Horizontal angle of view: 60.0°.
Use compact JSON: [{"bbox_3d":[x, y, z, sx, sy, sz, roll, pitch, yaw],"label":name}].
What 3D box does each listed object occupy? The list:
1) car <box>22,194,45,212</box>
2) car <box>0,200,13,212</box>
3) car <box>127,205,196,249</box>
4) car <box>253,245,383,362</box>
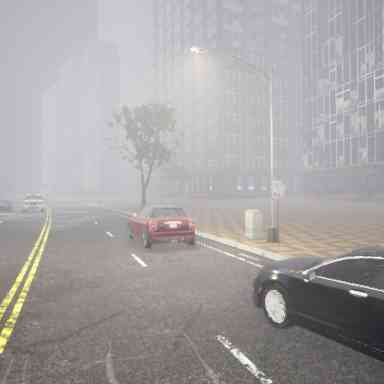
[{"bbox_3d":[-18.696,1.263,39.340,2.150,2.045,5.566,0,0,-24],"label":"car"},{"bbox_3d":[-21.680,1.602,38.052,1.994,1.385,4.181,0,0,-24],"label":"car"},{"bbox_3d":[-1.520,1.357,14.927,2.097,1.767,4.553,0,0,-22],"label":"car"},{"bbox_3d":[2.904,1.507,4.659,1.837,1.490,4.892,0,1,-31],"label":"car"}]
